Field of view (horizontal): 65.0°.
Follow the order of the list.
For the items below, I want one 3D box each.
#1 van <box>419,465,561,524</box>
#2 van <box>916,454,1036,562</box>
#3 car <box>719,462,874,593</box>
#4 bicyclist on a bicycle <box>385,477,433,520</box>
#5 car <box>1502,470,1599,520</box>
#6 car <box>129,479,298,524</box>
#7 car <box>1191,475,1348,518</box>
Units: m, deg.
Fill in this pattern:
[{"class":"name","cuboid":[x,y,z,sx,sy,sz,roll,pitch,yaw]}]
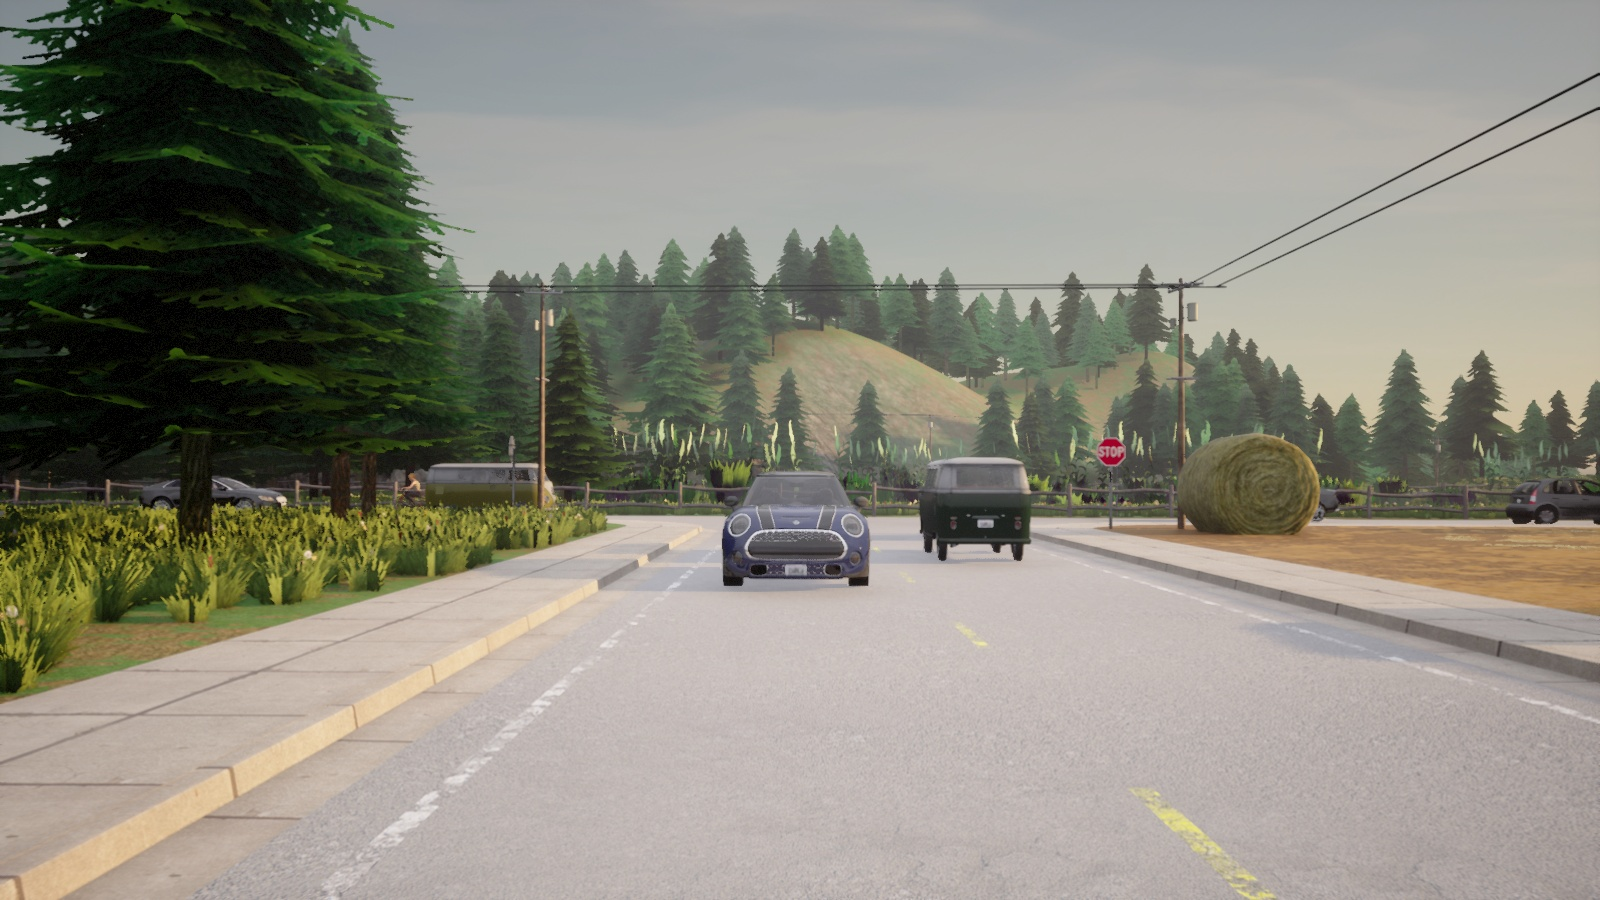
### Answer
[{"class":"van","cuboid":[-10.703,1.531,43.562,4.442,1.987,1.775,0,-1,3]},{"class":"van","cuboid":[3.435,1.112,25.323,1.775,1.987,4.442,0,-1,0]},{"class":"car","cuboid":[-0.049,1.102,19.321,2.097,1.767,4.553,0,-1,0]},{"class":"bicyclist on a bicycle","cuboid":[-14.691,1.810,47.218,1.509,1.612,0.866,0,-1,3]},{"class":"car","cuboid":[25.932,1.492,41.851,3.988,1.617,1.851,0,-1,3]},{"class":"car","cuboid":[-20.468,1.782,43.955,4.902,1.511,2.128,0,-1,2]},{"class":"car","cuboid":[17.034,1.669,45.762,4.902,1.511,2.128,0,-1,3]}]
